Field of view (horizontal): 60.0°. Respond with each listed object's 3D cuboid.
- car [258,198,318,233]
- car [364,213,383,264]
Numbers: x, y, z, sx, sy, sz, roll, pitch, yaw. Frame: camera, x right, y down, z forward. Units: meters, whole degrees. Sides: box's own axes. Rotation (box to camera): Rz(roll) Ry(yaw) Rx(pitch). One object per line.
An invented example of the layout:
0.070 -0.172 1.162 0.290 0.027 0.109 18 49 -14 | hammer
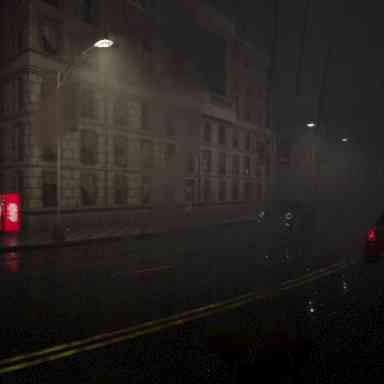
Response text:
5.728 1.265 19.627 2.097 1.767 4.553 0 0 40 | car
7.398 1.345 10.980 2.097 1.767 4.553 0 0 43 | car
